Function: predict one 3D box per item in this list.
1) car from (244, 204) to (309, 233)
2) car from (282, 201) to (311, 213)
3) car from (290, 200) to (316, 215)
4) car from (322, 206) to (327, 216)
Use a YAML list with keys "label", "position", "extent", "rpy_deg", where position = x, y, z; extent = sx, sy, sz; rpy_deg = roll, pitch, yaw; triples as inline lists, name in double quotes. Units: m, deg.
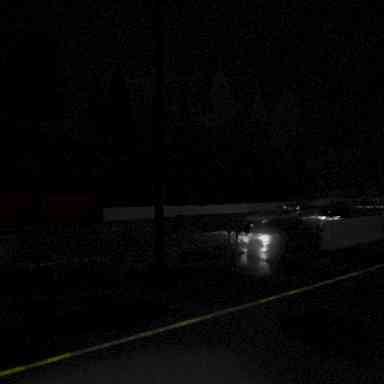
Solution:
- label: "car"
  position: [5.384, 1.759, 21.653]
  extent: [4.674, 1.442, 1.812]
  rpy_deg: [1, -1, -41]
- label: "car"
  position: [14.230, 1.966, 44.961]
  extent: [1.837, 1.490, 4.892]
  rpy_deg: [-1, -1, 42]
- label: "car"
  position: [12.180, 1.740, 37.673]
  extent: [2.097, 1.767, 4.553]
  rpy_deg: [-1, -1, 44]
- label: "car"
  position: [16.019, 1.857, 36.614]
  extent: [1.837, 1.490, 4.892]
  rpy_deg: [-1, -1, 44]
